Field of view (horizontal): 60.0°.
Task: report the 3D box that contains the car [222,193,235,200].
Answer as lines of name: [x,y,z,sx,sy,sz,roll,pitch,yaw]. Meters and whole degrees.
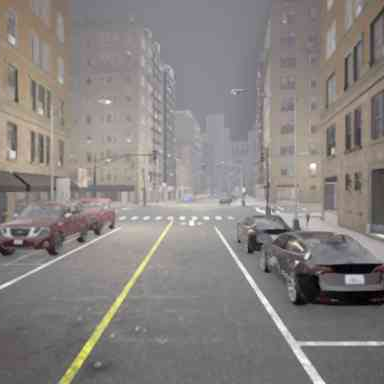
car: [7.385,1.509,68.607,1.947,1.339,4.313,0,0,9]

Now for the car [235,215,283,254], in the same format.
car: [2.840,1.567,13.406,1.947,1.339,4.313,-1,0,0]

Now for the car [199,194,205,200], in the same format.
car: [1.469,1.434,86.043,1.752,1.417,4.829,0,0,9]

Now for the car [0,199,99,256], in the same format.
car: [-5.688,1.320,13.391,2.192,1.841,5.009,-1,0,0]

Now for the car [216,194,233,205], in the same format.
car: [5.695,1.531,57.744,1.947,1.339,4.313,0,0,9]

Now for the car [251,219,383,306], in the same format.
car: [2.845,1.567,7.900,1.947,1.339,4.313,-1,0,0]

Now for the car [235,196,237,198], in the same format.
car: [10.763,1.229,90.333,2.192,1.841,5.009,0,0,9]

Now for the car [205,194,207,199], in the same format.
car: [2.341,1.486,91.643,1.802,1.307,4.206,0,0,9]

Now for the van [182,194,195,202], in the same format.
van: [-1.040,1.274,69.917,1.690,1.788,3.998,0,0,9]

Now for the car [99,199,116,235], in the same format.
car: [-5.693,1.320,18.899,2.192,1.841,5.009,-1,0,0]

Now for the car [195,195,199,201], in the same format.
car: [-0.195,1.363,75.349,1.967,1.590,4.097,0,0,9]
